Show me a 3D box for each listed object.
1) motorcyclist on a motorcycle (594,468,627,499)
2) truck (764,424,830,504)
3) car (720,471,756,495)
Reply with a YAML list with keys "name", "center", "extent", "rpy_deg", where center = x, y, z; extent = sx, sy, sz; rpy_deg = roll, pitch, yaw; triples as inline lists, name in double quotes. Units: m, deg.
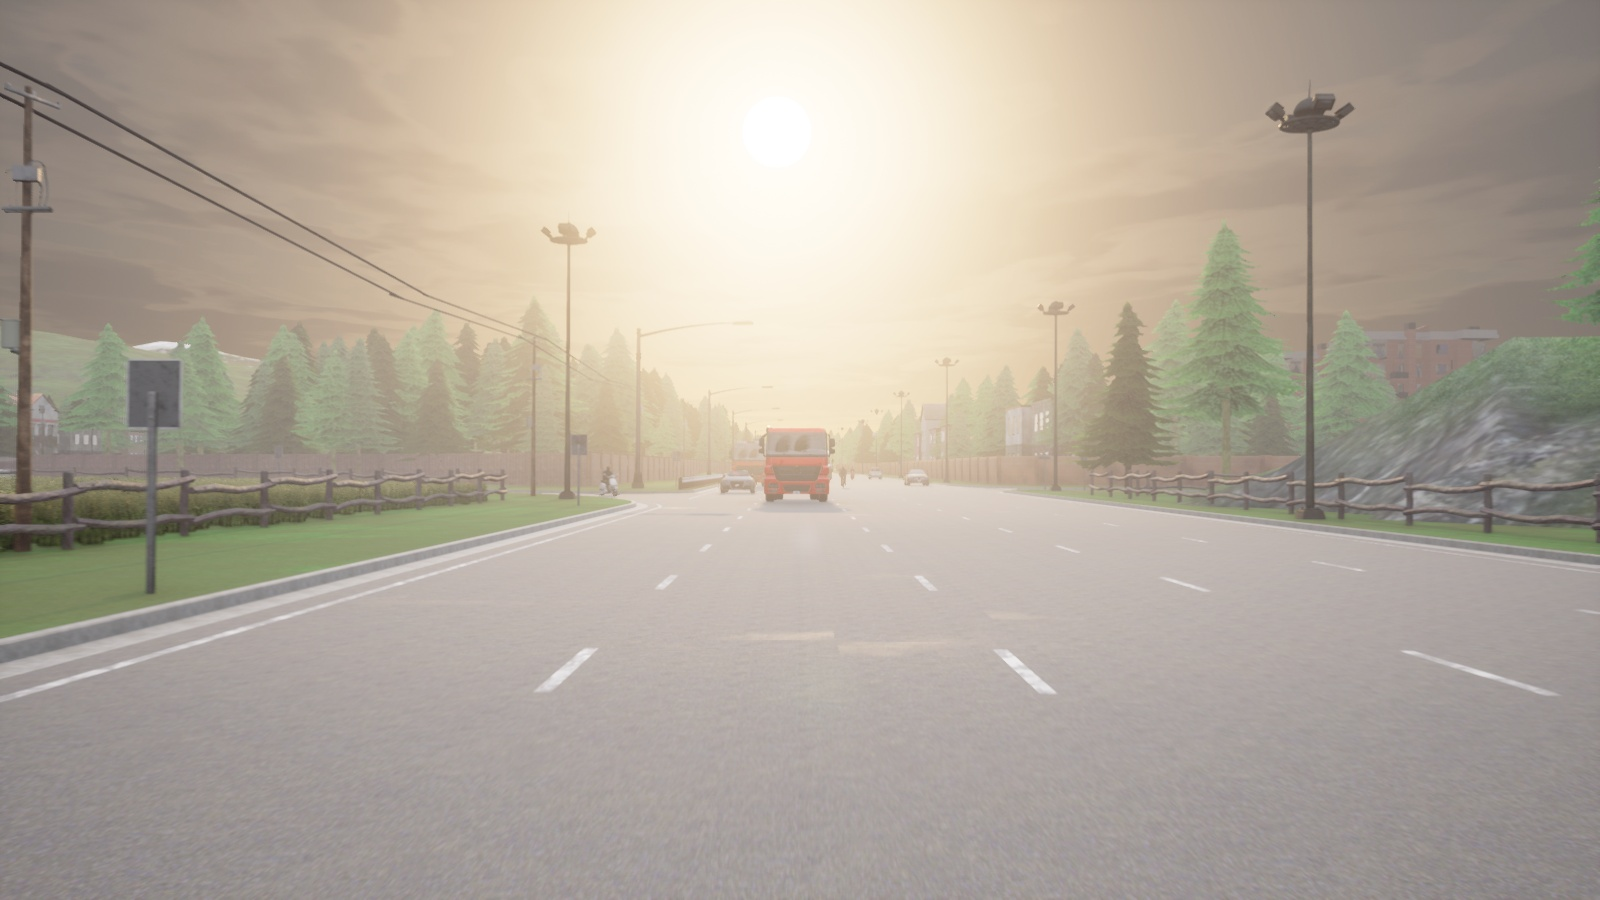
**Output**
- name: "motorcyclist on a motorcycle"
  center: [-9.811, 1.728, 64.954]
  extent: [0.866, 1.590, 1.817]
  rpy_deg: [-1, 0, -38]
- name: "truck"
  center: [-0.145, 0.669, 58.981]
  extent: [2.891, 3.462, 7.936]
  rpy_deg: [0, -1, 0]
- name: "car"
  center: [-3.679, 1.959, 75.176]
  extent: [1.994, 1.385, 4.181]
  rpy_deg: [0, -1, 0]
